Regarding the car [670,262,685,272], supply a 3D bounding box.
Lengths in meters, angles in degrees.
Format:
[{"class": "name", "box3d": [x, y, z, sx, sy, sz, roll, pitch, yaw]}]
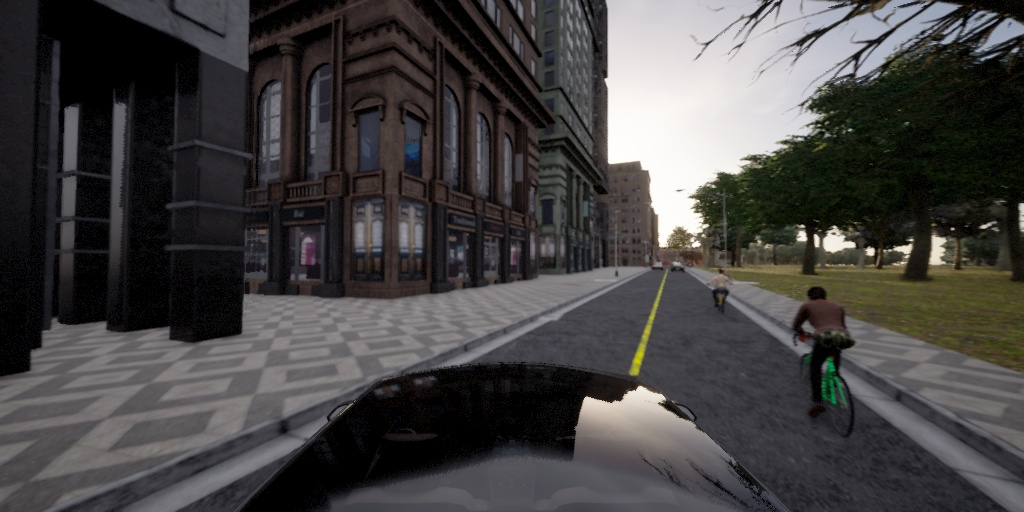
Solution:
[{"class": "car", "box3d": [25.904, 1.802, 56.148, 1.812, 1.442, 4.674, -1, -1, 24]}]

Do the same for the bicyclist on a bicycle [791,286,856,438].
[{"class": "bicyclist on a bicycle", "box3d": [3.864, 1.212, 4.468, 0.582, 1.620, 1.656, -1, -1, 24]}]

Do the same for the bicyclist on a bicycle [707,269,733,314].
[{"class": "bicyclist on a bicycle", "box3d": [7.705, 1.272, 13.256, 0.866, 1.612, 1.509, -1, -1, 24]}]
